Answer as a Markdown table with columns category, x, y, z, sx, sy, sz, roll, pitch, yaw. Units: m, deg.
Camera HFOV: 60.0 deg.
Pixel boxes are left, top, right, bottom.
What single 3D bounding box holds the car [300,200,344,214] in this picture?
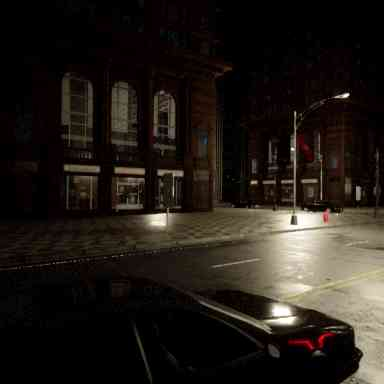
| category | x | y | z | sx | sy | sz | roll | pitch | yaw |
| --- | --- | --- | --- | --- | --- | --- | --- | --- | --- |
| car | 14.590 | 1.681 | 37.523 | 1.837 | 1.490 | 4.892 | 1 | -1 | -35 |

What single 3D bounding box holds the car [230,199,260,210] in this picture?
| category | x | y | z | sx | sy | sz | roll | pitch | yaw |
| --- | --- | --- | --- | --- | --- | --- | --- | --- | --- |
| car | 7.512 | 1.731 | 47.494 | 1.837 | 1.490 | 4.892 | 1 | 1 | -35 |

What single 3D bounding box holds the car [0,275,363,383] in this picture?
| category | x | y | z | sx | sy | sz | roll | pitch | yaw |
| --- | --- | --- | --- | --- | --- | --- | --- | --- | --- |
| car | -0.674 | 1.548 | 2.970 | 5.357 | 1.411 | 2.033 | 0 | 0 | -35 |
